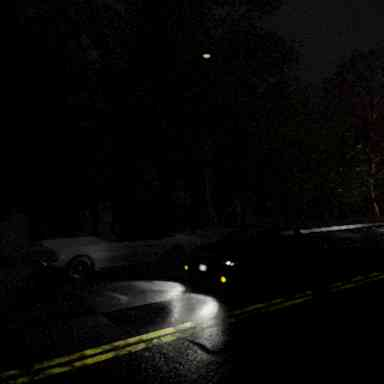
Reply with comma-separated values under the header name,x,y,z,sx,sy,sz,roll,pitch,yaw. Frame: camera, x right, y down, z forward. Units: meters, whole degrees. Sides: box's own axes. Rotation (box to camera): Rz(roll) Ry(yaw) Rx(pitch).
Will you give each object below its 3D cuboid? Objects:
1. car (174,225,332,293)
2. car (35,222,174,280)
name,x,y,z,sx,sy,sz,roll,pitch,yaw
car,1.884,1.615,9.001,4.181,1.385,1.994,1,0,-35
car,-2.124,1.628,10.146,4.718,1.301,1.895,1,0,-35
